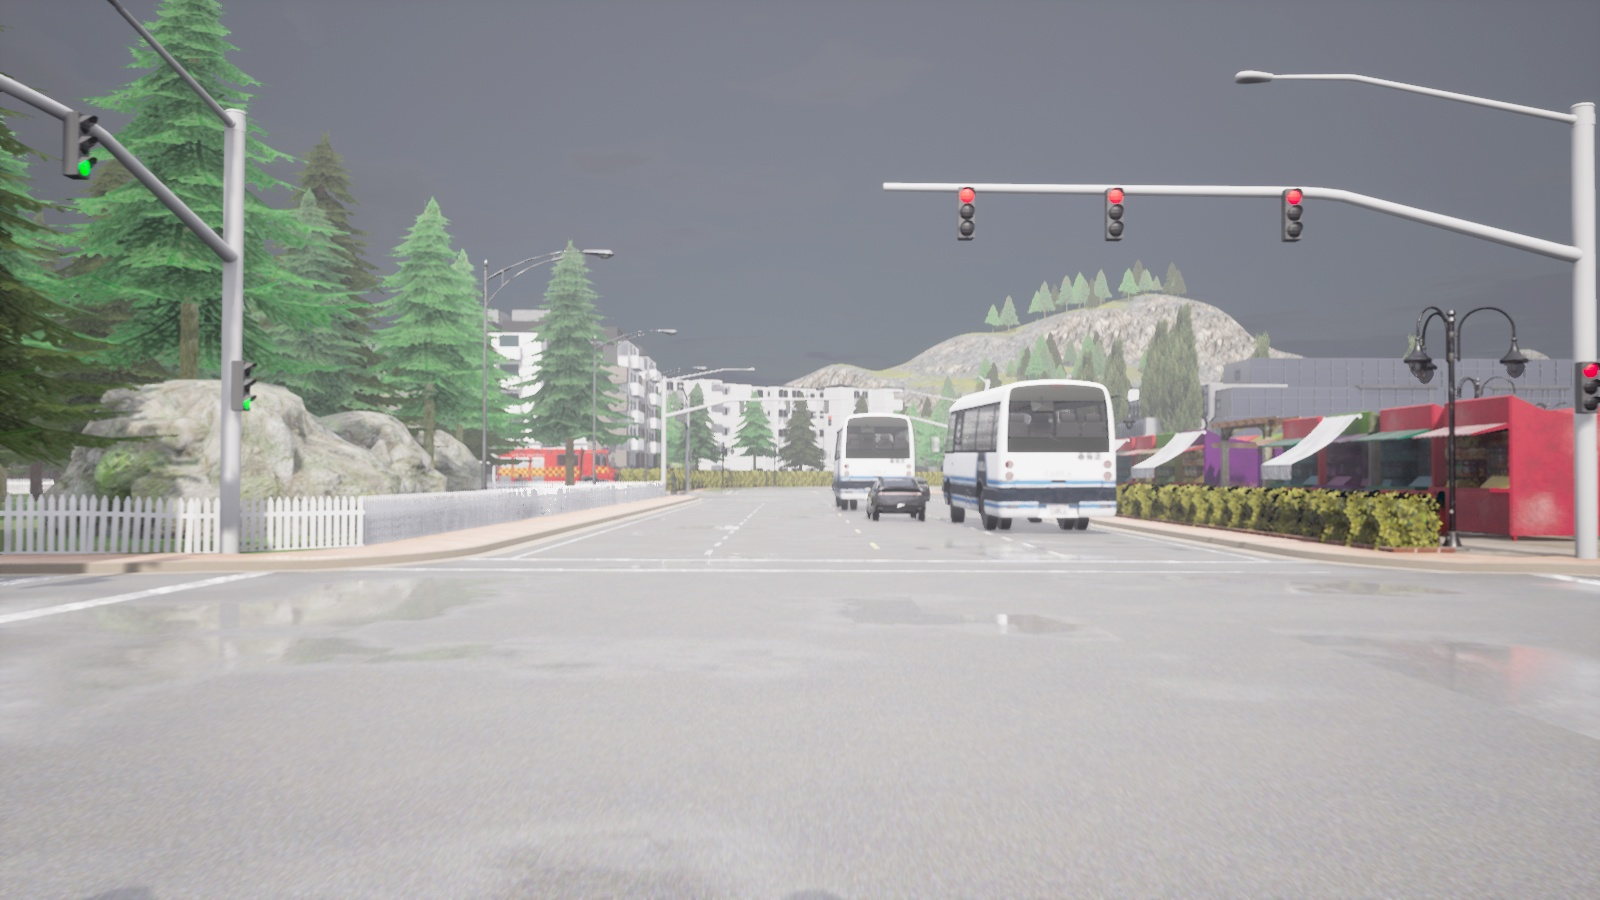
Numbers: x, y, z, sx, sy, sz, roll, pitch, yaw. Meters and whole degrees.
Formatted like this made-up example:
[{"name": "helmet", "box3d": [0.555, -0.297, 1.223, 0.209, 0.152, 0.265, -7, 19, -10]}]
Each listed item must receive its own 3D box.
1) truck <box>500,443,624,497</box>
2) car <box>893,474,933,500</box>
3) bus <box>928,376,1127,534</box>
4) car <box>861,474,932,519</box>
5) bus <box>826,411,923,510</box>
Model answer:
[{"name": "truck", "box3d": [-17.193, 1.478, 91.095, 8.468, 3.827, 2.891, 0, -1, 1]}, {"name": "car", "box3d": [6.776, 2.186, 75.634, 2.007, 1.525, 4.514, 0, -1, 0]}, {"name": "bus", "box3d": [6.706, 0.166, 39.225, 3.944, 4.253, 10.273, 0, 0, -2]}, {"name": "car", "box3d": [3.367, 1.616, 44.585, 2.128, 1.511, 4.902, 0, -1, 0]}, {"name": "bus", "box3d": [3.318, 0.568, 59.408, 3.944, 4.253, 10.273, 0, -1, 0]}]
